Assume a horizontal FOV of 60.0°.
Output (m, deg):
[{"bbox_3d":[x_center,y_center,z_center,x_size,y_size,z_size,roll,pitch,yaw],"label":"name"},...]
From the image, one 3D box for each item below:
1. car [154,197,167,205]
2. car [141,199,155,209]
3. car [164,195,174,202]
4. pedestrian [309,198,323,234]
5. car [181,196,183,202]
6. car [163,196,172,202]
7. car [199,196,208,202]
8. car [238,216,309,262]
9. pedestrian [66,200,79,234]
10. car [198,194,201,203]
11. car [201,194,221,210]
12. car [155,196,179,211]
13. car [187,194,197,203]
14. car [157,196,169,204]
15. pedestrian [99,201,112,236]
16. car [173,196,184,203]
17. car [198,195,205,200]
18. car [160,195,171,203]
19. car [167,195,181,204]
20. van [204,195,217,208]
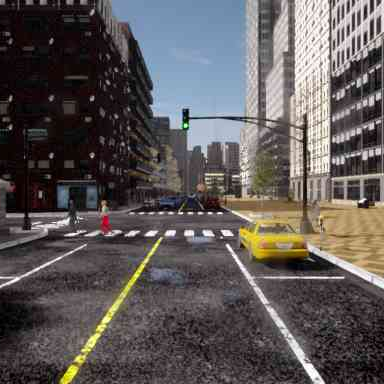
[{"bbox_3d":[-5.703,1.594,60.769,2.008,1.369,4.403,0,0,0],"label":"car"},{"bbox_3d":[-5.700,1.571,44.190,2.008,1.369,4.403,0,0,0],"label":"car"},{"bbox_3d":[-5.708,1.524,82.876,1.967,1.590,4.097,0,0,0],"label":"car"},{"bbox_3d":[6.093,1.144,16.459,0.375,1.860,0.375,0,0,0],"label":"pedestrian"},{"bbox_3d":[-3.073,1.549,62.048,1.837,1.490,4.892,0,0,1],"label":"car"},{"bbox_3d":[-5.706,1.655,77.350,1.802,1.307,4.206,0,0,0],"label":"car"},{"bbox_3d":[2.674,1.618,77.351,1.887,1.381,4.507,0,0,0],"label":"car"},{"bbox_3d":[2.684,1.526,11.948,1.752,1.417,4.829,0,0,0],"label":"car"},{"bbox_3d":[-6.315,1.300,17.657,0.375,1.860,0.375,0,0,0],"label":"pedestrian"},{"bbox_3d":[2.675,1.367,66.297,2.192,1.841,5.009,0,0,0],"label":"car"},{"bbox_3d":[2.678,1.336,44.192,2.192,1.841,5.009,0,0,0],"label":"car"},{"bbox_3d":[-3.104,1.566,41.892,2.033,1.411,5.357,0,0,0],"label":"car"},{"bbox_3d":[-0.012,1.618,73.383,1.994,1.385,4.181,0,0,0],"label":"car"},{"bbox_3d":[-5.704,1.597,66.295,1.887,1.381,4.507,0,0,0],"label":"car"},{"bbox_3d":[-4.485,1.305,17.119,0.375,1.860,0.375,0,0,0],"label":"pedestrian"},{"bbox_3d":[-3.012,1.585,75.519,2.128,1.511,4.902,0,0,0],"label":"car"},{"bbox_3d":[2.672,1.633,94.101,1.752,1.417,4.829,0,0,0],"label":"car"},{"bbox_3d":[-5.706,1.503,71.823,1.967,1.590,4.097,0,0,0],"label":"car"},{"bbox_3d":[-3.095,1.507,52.004,1.882,1.535,5.008,0,0,0],"label":"car"},{"bbox_3d":[2.677,1.368,49.717,1.690,1.788,3.998,0,0,0],"label":"van"}]
